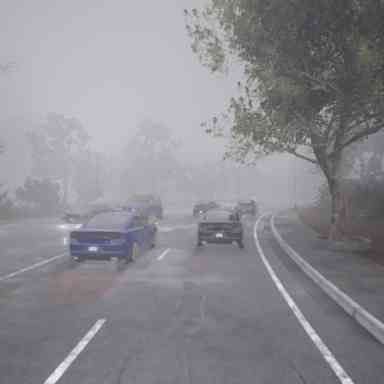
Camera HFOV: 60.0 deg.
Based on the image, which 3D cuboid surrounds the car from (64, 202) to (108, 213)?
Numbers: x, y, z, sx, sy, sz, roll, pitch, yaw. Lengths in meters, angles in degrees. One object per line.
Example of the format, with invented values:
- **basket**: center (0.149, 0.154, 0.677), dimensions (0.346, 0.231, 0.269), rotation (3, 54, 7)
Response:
- **car**: center (-7.634, 1.503, 25.301), dimensions (2.033, 1.411, 5.357), rotation (0, 0, 12)

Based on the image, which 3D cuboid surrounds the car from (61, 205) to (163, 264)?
- **car**: center (-2.555, 1.465, 11.937), dimensions (1.882, 1.535, 5.008), rotation (0, 0, 6)

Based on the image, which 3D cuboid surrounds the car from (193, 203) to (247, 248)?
- **car**: center (1.378, 1.480, 15.014), dimensions (1.882, 1.535, 5.008), rotation (0, 0, 8)

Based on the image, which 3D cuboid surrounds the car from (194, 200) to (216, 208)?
- **car**: center (1.482, 1.500, 31.564), dimensions (1.837, 1.490, 4.892), rotation (0, 0, 16)

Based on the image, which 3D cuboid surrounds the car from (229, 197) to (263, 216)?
- **car**: center (5.391, 1.506, 32.440), dimensions (2.128, 1.511, 4.902), rotation (0, 0, 17)

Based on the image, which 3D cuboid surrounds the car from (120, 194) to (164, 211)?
- **car**: center (-3.903, 1.193, 25.778), dimensions (2.150, 2.045, 5.566), rotation (0, 0, 13)

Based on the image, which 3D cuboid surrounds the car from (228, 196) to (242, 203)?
- **car**: center (8.576, 1.475, 64.311), dimensions (1.882, 1.535, 5.008), rotation (0, 0, 32)
